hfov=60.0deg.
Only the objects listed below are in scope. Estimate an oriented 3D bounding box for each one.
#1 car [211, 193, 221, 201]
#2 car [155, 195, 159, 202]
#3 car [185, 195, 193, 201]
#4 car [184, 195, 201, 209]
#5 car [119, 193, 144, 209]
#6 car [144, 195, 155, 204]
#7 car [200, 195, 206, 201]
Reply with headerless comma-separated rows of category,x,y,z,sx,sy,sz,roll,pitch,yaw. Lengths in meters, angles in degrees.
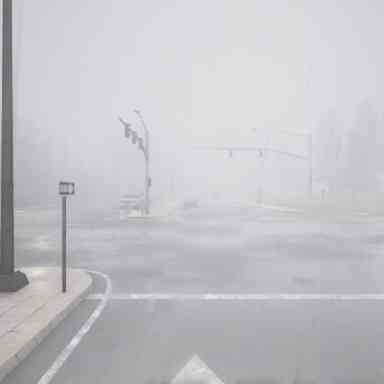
car,6.193,1.225,85.939,2.150,2.045,5.566,0,0,-1
car,-8.649,1.496,75.908,1.837,1.490,4.892,0,0,-1
car,-0.806,1.500,85.866,1.837,1.490,4.892,0,0,-1
car,-0.153,1.526,44.823,1.812,1.442,4.674,0,0,-1
car,-8.247,1.222,44.560,2.150,2.045,5.566,0,0,-1
car,-8.475,1.351,60.863,2.097,1.767,4.553,0,0,-1
car,2.693,1.524,85.929,1.812,1.442,4.674,0,0,-1
